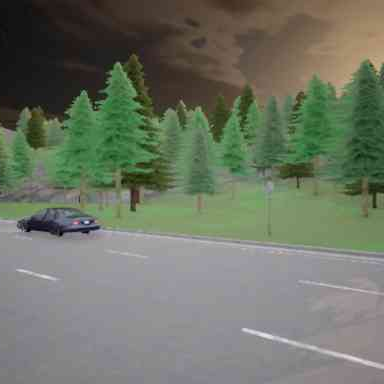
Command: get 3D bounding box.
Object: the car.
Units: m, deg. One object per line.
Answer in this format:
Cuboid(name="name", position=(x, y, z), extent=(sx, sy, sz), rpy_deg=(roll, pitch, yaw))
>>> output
Cuboid(name="car", position=(-7.197, 1.530, 17.720), extent=(5.357, 1.411, 2.033), rpy_deg=(0, 0, 35))
